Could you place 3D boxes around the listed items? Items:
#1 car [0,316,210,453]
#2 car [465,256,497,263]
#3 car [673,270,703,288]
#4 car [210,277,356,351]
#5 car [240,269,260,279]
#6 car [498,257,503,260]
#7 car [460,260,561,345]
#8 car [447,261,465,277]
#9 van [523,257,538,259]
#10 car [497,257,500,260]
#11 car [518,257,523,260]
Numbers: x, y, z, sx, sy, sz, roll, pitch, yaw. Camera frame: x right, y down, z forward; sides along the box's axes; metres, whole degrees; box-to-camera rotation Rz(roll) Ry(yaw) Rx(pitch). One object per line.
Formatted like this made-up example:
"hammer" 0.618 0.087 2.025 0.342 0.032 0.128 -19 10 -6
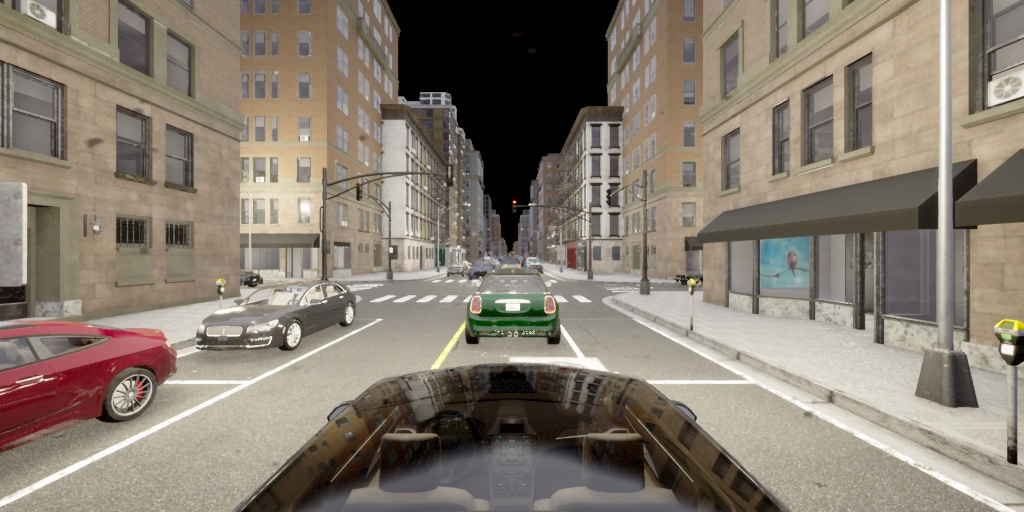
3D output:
"car" -5.389 1.332 3.179 1.802 1.307 4.207 0 0 0
"car" -2.570 1.098 29.941 2.097 1.767 4.553 0 0 -5
"car" 13.495 1.431 24.097 4.718 1.301 1.895 0 0 0
"car" -5.389 1.300 8.860 2.007 1.370 4.403 0 0 0
"car" -17.145 1.223 21.094 4.181 1.385 1.994 0 0 0
"car" -2.846 1.268 57.643 1.812 1.442 4.674 0 0 0
"car" 0.040 1.102 9.703 2.097 1.767 4.553 0 0 1
"car" -5.394 1.296 35.736 2.007 1.370 4.403 0 0 0
"van" 2.636 1.085 46.550 1.690 1.789 3.998 0 0 0
"car" -2.850 1.249 43.823 1.837 1.490 4.892 0 0 0
"car" 2.639 1.056 62.769 2.192 1.841 5.009 0 0 0
